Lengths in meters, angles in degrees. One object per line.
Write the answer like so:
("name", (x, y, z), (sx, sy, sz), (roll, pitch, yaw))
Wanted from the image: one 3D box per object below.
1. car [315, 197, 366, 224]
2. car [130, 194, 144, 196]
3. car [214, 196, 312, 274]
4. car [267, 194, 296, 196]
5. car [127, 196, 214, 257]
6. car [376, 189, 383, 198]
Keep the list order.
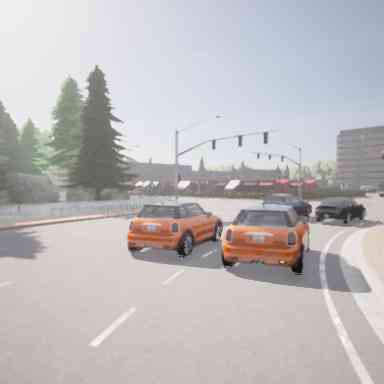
("car", (9.531, 1.114, 21.215), (1.837, 1.490, 4.892), (1, 1, 43))
("car", (-10.473, 0.217, 57.264), (2.150, 2.045, 5.566), (-1, 2, -43))
("car", (2.454, 1.160, 10.293), (2.097, 1.767, 4.553), (0, 1, 22))
("car", (6.536, 0.925, 23.092), (2.097, 1.767, 4.553), (1, 1, 42))
("car", (-0.436, 1.122, 12.360), (2.097, 1.767, 4.553), (1, 1, 23))
("car", (36.343, 0.463, 61.649), (4.718, 1.301, 1.895), (-1, 1, -44))
